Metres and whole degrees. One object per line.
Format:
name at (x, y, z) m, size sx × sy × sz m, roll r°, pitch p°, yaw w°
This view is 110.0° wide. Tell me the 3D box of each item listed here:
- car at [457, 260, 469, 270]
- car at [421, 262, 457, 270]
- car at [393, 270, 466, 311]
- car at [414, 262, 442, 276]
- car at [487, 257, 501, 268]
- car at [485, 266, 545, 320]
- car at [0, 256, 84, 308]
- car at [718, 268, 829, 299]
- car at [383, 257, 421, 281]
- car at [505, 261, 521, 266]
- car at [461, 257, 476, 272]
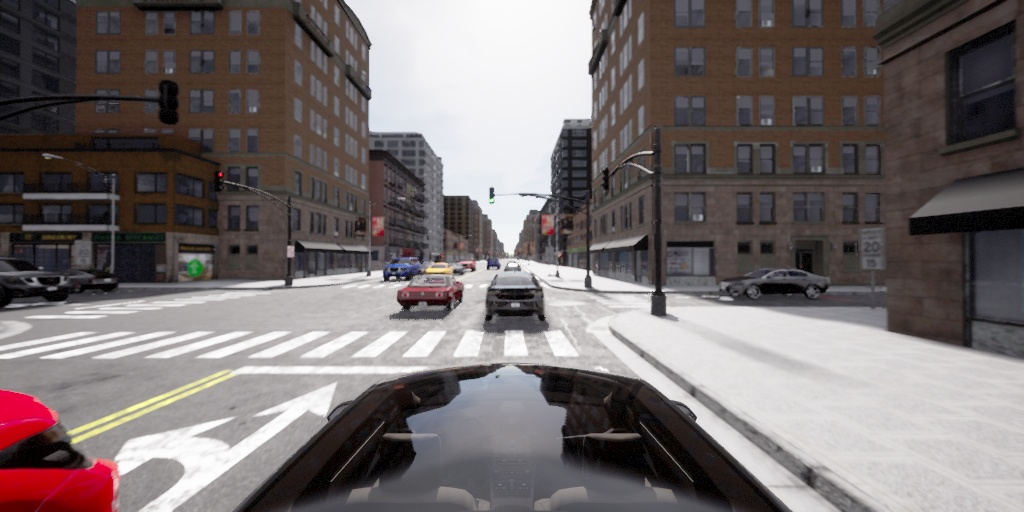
car at (-6.588, 1.521, 41.964) m, size 1.994 × 1.385 × 4.181 m, roll 0°, pitch 0°, yaw 0°
car at (-6.604, 1.390, 32.971) m, size 1.882 × 1.535 × 5.008 m, roll 0°, pitch 0°, yaw 0°
car at (-3.150, 1.420, 14.881) m, size 1.895 × 1.301 × 4.718 m, roll 0°, pitch 0°, yaw 0°
car at (-9.831, 1.451, 42.397) m, size 2.128 × 1.511 × 4.902 m, roll 0°, pitch 0°, yaw 0°
car at (-3.250, 1.279, 62.949) m, size 2.150 × 2.045 × 5.566 m, roll 0°, pitch -1°, yaw 0°
car at (0.099, 1.287, 12.955) m, size 1.882 × 1.535 × 5.008 m, roll 0°, pitch 0°, yaw 0°
car at (-22.190, 1.038, 15.183) m, size 5.566 × 2.045 × 2.150 m, roll 0°, pitch -1°, yaw 0°
car at (13.233, 1.368, 18.308) m, size 4.902 × 1.511 × 2.128 m, roll 0°, pitch -1°, yaw 0°
car at (-9.848, 1.132, 32.587) m, size 2.150 × 2.045 × 5.566 m, roll 0°, pitch 0°, yaw 0°
car at (0.090, 1.523, 42.689) m, size 1.994 × 1.385 × 4.181 m, roll 0°, pitch 0°, yaw 0°
car at (-6.512, 1.231, 52.695) m, size 2.150 × 2.045 × 5.566 m, roll 0°, pitch 0°, yaw 0°
